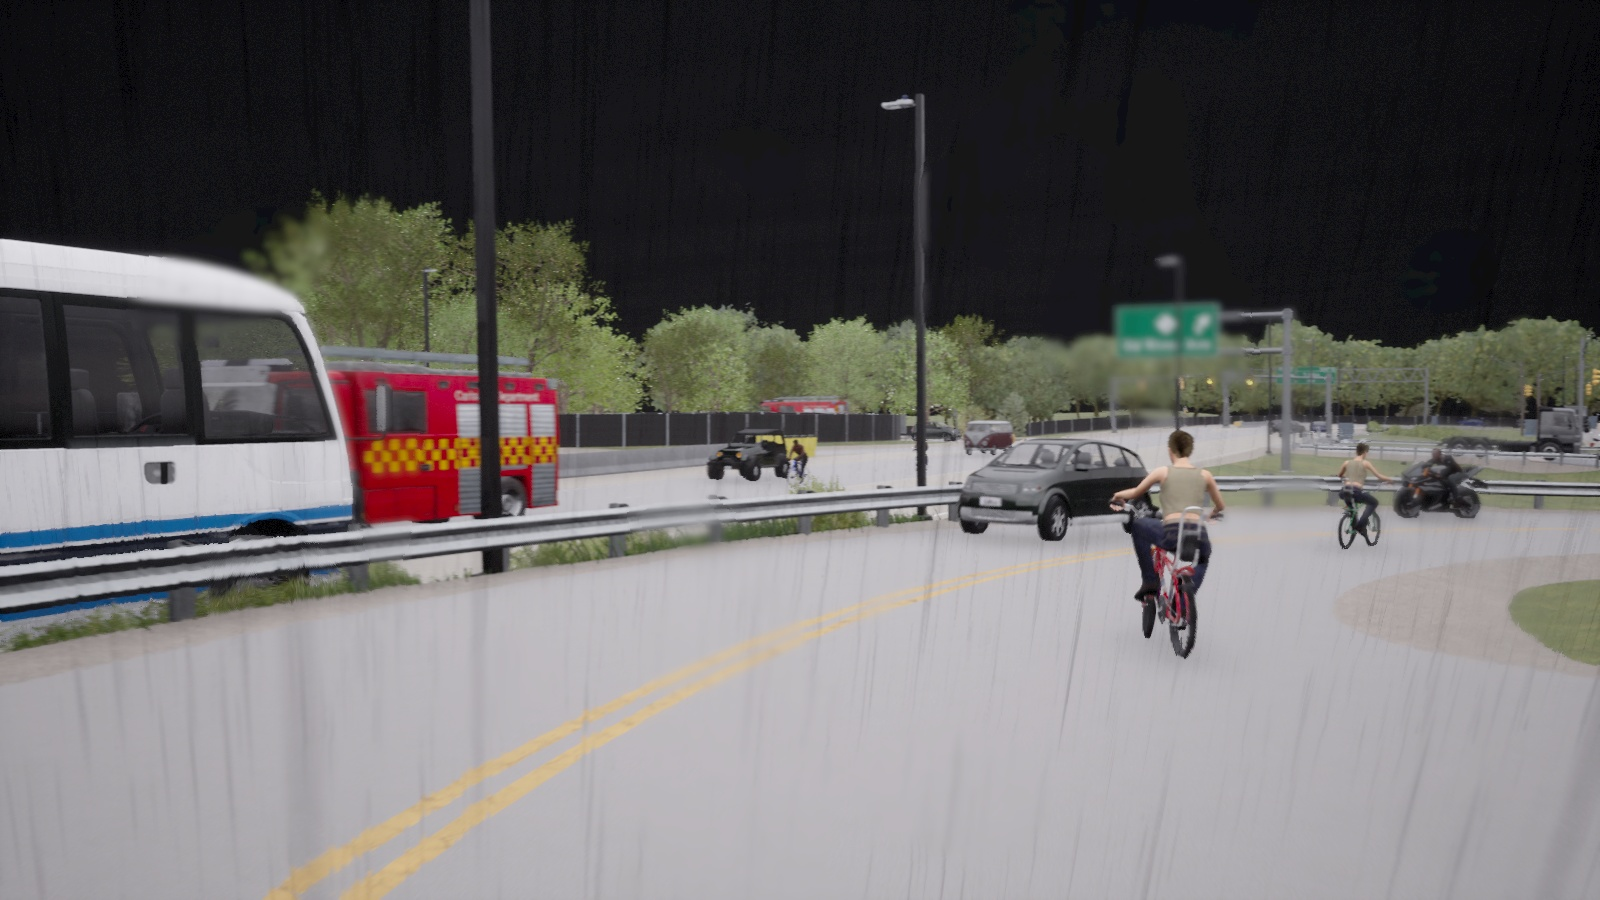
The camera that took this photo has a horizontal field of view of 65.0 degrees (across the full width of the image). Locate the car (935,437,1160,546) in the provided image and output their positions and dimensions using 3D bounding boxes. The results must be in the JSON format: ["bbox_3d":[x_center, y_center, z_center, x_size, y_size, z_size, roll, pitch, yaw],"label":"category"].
[{"bbox_3d":[4.031,0.601,20.099,1.789,1.549,3.705,2,1,43],"label":"car"}]

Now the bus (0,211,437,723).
[{"bbox_3d":[-8.432,0.120,11.294,3.944,4.253,10.273,1,2,27],"label":"bus"}]

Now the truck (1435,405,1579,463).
[{"bbox_3d":[45.968,-1.096,81.866,7.936,3.462,2.891,2,3,28],"label":"truck"}]

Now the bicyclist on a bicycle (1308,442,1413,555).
[{"bbox_3d":[8.553,0.713,19.149,1.509,1.612,0.866,1,3,-43],"label":"bicyclist on a bicycle"}]

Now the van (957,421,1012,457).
[{"bbox_3d":[10.619,-0.674,71.920,1.775,1.987,4.442,1,2,27],"label":"van"}]

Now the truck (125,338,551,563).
[{"bbox_3d":[-8.931,-0.123,25.753,2.891,3.827,8.468,1,2,27],"label":"truck"}]

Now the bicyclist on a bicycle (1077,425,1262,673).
[{"bbox_3d":[2.649,0.665,9.199,0.866,1.612,1.509,4,0,3],"label":"bicyclist on a bicycle"}]

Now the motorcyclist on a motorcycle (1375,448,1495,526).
[{"bbox_3d":[13.360,0.778,26.423,2.191,1.530,0.866,1,2,-18],"label":"motorcyclist on a motorcycle"}]

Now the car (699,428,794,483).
[{"bbox_3d":[-1.977,0.159,47.172,1.905,1.878,3.866,1,2,27],"label":"car"}]
